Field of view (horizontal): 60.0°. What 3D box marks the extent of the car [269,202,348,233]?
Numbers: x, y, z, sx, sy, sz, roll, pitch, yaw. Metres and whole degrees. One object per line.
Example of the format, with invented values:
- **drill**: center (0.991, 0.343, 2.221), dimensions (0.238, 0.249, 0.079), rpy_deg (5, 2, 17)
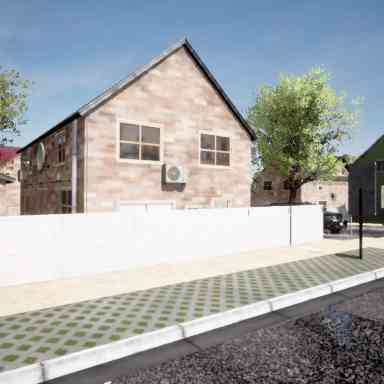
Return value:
- **car**: center (7.518, 1.695, 22.541), dimensions (2.150, 2.045, 5.566), rpy_deg (1, -2, -35)
